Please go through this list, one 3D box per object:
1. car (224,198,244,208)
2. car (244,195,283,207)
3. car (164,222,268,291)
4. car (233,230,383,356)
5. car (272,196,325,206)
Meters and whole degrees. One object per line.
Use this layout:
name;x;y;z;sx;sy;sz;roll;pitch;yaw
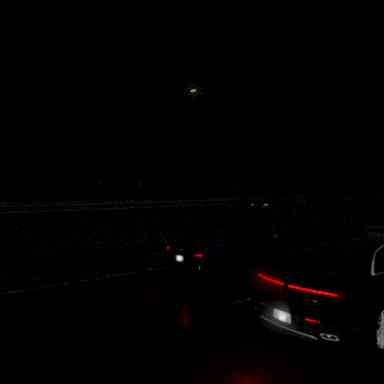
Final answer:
car;5.406;1.322;33.638;4.902;1.511;2.128;-1;0;-35
car;7.451;1.182;30.798;4.553;1.767;2.097;0;0;-35
car;1.332;1.520;8.995;4.181;1.385;1.994;-1;0;-35
car;3.226;1.462;6.046;4.892;1.490;1.837;-1;0;-35
car;9.281;1.309;27.805;5.008;1.535;1.882;-1;0;-35
